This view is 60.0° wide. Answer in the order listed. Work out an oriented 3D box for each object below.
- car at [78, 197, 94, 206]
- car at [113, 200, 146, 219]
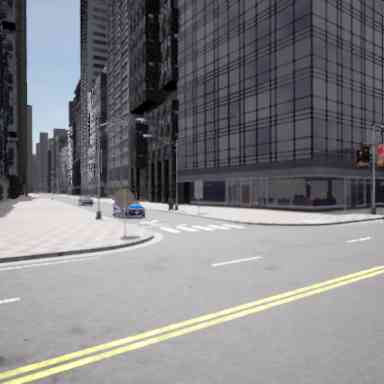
[{"bbox_3d":[-16.294,1.408,51.055,2.033,1.411,5.357,0,0,-25],"label":"car"},{"bbox_3d":[-5.464,1.384,28.625,1.882,1.535,5.008,0,0,-26],"label":"car"}]
